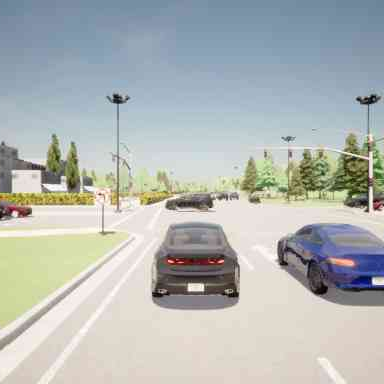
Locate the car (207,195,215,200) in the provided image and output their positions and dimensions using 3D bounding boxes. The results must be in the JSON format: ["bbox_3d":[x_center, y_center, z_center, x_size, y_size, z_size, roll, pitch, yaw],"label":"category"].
[{"bbox_3d":[5.243,1.590,92.199,1.895,1.301,4.718,0,0,0],"label":"car"}]

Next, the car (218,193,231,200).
[{"bbox_3d":[8.740,1.218,91.353,2.150,2.045,5.566,0,0,0],"label":"car"}]

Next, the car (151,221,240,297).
[{"bbox_3d":[0.080,1.505,8.538,1.837,1.490,4.892,0,0,0],"label":"car"}]

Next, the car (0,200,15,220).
[{"bbox_3d":[-17.354,1.221,25.900,5.566,2.045,2.150,0,0,-1],"label":"car"}]

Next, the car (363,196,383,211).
[{"bbox_3d":[22.849,1.478,38.105,5.008,1.535,1.882,0,0,-1],"label":"car"}]

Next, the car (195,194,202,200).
[{"bbox_3d":[1.742,1.472,91.764,1.882,1.535,5.008,0,0,0],"label":"car"}]

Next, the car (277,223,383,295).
[{"bbox_3d":[3.585,1.526,8.626,1.812,1.442,4.674,0,0,0],"label":"car"}]

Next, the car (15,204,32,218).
[{"bbox_3d":[-16.779,1.478,29.408,5.008,1.535,1.882,0,0,-1],"label":"car"}]

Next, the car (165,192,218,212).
[{"bbox_3d":[-0.249,1.221,37.816,5.566,2.045,2.150,0,0,-1],"label":"car"}]

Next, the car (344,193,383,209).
[{"bbox_3d":[23.702,1.221,45.116,5.566,2.045,2.150,0,0,-1],"label":"car"}]

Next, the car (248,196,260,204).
[{"bbox_3d":[12.220,1.506,65.569,1.837,1.490,4.892,0,0,1],"label":"car"}]

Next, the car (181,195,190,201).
[{"bbox_3d":[-1.760,1.518,91.360,2.128,1.511,4.902,0,0,0],"label":"car"}]
